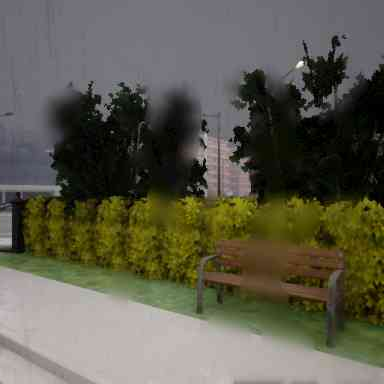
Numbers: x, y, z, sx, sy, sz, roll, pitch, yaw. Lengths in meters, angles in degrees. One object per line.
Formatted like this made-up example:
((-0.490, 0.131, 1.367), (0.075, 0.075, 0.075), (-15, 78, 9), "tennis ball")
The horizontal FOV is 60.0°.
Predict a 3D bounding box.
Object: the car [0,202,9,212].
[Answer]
((-19.754, 1.520, 37.455), (1.994, 1.385, 4.181), (0, 0, 35), "car")

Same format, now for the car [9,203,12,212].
((-16.616, 1.480, 35.837), (1.812, 1.442, 4.674), (0, 0, 35), "car")
